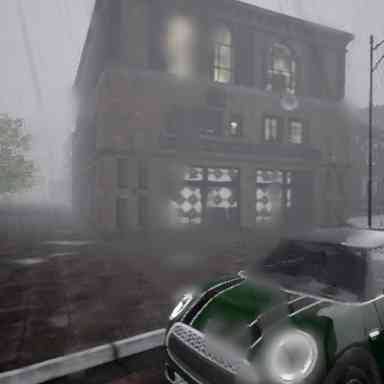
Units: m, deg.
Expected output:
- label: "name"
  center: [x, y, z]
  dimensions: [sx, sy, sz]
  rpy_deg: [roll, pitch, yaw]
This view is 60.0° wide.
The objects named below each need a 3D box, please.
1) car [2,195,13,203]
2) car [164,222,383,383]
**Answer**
- label: "car"
  center: [-43.466, 1.562, 78.594]
  dimensions: [2.192, 1.841, 5.009]
  rpy_deg: [1, -1, -24]
- label: "car"
  center: [1.875, 1.356, 4.479]
  dimensions: [4.553, 1.767, 2.097]
  rpy_deg: [0, 0, -36]
